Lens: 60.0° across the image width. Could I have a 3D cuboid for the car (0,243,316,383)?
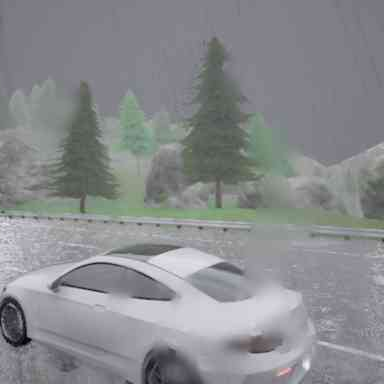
[{"bbox_3d":[-0.770,1.468,4.595,4.674,1.442,1.812,0,1,34],"label":"car"}]
